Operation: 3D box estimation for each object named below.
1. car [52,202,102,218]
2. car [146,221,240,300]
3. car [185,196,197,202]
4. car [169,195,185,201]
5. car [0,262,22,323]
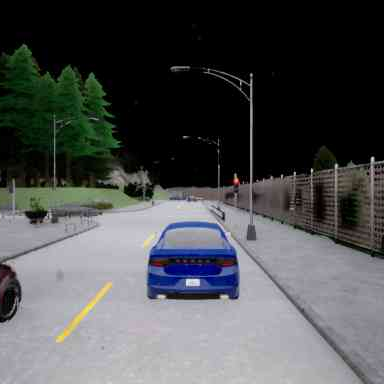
[{"bbox_3d":[-10.064,1.564,29.280,4.181,1.385,1.994,0,0,-5],"label":"car"},{"bbox_3d":[0.037,1.478,8.457,1.882,1.535,5.008,0,0,1],"label":"car"},{"bbox_3d":[0.024,1.524,74.820,1.812,1.442,4.674,0,0,0],"label":"car"},{"bbox_3d":[-3.810,1.540,87.951,5.357,1.411,2.033,0,0,40],"label":"car"},{"bbox_3d":[-4.103,1.564,4.398,1.994,1.385,4.181,0,0,0],"label":"car"}]
